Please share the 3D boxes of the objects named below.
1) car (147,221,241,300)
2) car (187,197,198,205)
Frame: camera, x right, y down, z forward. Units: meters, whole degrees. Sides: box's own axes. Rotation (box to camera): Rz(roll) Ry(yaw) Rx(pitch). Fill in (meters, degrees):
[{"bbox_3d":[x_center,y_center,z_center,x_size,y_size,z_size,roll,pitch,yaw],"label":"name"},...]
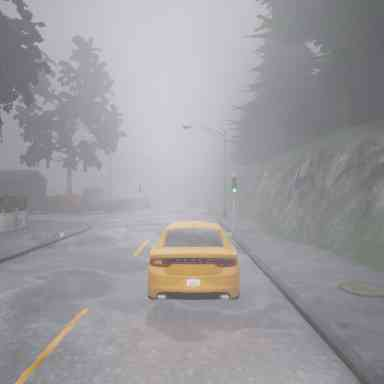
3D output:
[{"bbox_3d":[0.048,1.478,8.463,1.882,1.535,5.008,0,0,1],"label":"car"},{"bbox_3d":[0.104,1.601,59.406,1.895,1.301,4.718,0,0,0],"label":"car"}]
